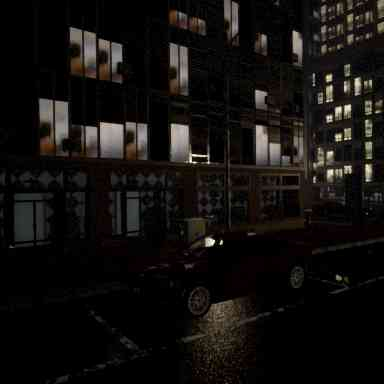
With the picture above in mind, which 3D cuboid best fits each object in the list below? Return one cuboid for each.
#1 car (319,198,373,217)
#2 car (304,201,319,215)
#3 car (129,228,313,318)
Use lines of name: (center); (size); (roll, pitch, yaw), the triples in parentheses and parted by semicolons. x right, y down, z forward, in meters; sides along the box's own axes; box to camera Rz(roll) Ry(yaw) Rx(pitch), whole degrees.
car: (13.451, 1.491, 29.784); (1.895, 1.301, 4.718); (-1, 1, -36)
car: (9.220, 1.451, 31.325); (2.008, 1.369, 4.403); (-1, 1, -35)
car: (0.815, 1.543, 7.361); (4.507, 1.381, 1.887); (0, -1, -36)
